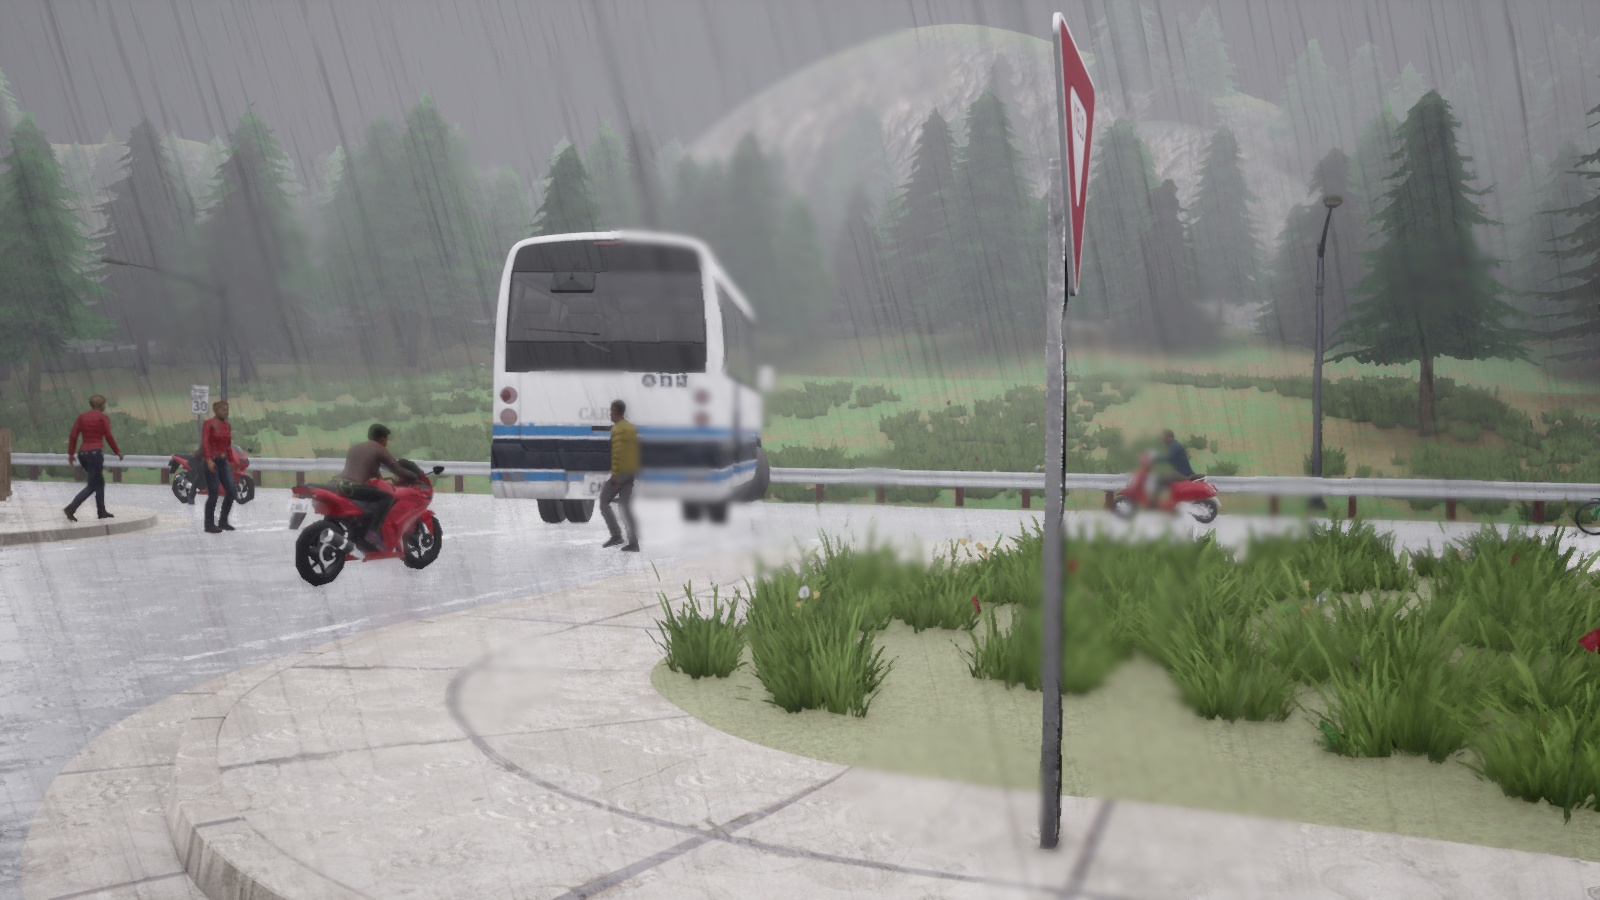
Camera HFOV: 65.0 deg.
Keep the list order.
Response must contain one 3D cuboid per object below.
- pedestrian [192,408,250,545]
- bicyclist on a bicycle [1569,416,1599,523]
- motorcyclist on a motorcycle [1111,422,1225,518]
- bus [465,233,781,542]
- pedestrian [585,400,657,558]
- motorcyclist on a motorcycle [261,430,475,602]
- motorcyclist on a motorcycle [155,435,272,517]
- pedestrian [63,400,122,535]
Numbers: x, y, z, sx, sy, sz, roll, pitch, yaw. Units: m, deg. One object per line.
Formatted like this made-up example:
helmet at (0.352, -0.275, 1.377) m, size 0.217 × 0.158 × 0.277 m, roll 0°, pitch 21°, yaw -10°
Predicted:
pedestrian at (-7.871, 0.355, 17.077) m, size 0.636 × 1.846 × 0.331 m, roll 0°, pitch 1°, yaw 21°
bicyclist on a bicycle at (12.717, 0.291, 19.193) m, size 1.509 × 1.612 × 0.866 m, roll 0°, pitch 1°, yaw 20°
motorcyclist on a motorcycle at (6.310, 0.334, 21.505) m, size 1.817 × 1.590 × 0.866 m, roll 0°, pitch 1°, yaw 20°
bus at (-2.539, -0.927, 22.609) m, size 3.944 × 4.253 × 10.273 m, roll 0°, pitch 1°, yaw 2°
pedestrian at (-2.128, 0.332, 14.969) m, size 0.709 × 1.840 × 0.431 m, roll 0°, pitch 1°, yaw 27°
motorcyclist on a motorcycle at (-4.197, 0.584, 12.392) m, size 0.797 × 1.523 × 2.044 m, roll 0°, pitch 2°, yaw 23°
motorcyclist on a motorcycle at (-11.264, 0.486, 24.119) m, size 2.044 × 1.523 × 0.797 m, roll 0°, pitch 1°, yaw 20°
pedestrian at (-9.853, 0.237, 17.503) m, size 0.331 × 1.846 × 0.636 m, roll 0°, pitch 1°, yaw 17°
